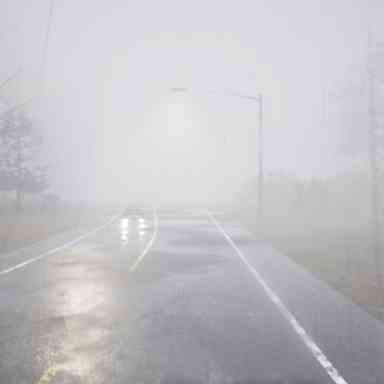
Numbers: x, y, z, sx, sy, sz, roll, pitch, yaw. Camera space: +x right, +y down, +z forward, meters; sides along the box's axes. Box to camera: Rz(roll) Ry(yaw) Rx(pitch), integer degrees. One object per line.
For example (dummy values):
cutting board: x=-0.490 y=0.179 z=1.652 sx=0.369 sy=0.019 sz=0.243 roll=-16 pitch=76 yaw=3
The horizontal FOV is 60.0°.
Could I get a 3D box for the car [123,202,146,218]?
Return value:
car: x=-5.168 y=1.581 z=30.348 sx=1.895 sy=1.301 sz=4.718 roll=0 pitch=0 yaw=-7
